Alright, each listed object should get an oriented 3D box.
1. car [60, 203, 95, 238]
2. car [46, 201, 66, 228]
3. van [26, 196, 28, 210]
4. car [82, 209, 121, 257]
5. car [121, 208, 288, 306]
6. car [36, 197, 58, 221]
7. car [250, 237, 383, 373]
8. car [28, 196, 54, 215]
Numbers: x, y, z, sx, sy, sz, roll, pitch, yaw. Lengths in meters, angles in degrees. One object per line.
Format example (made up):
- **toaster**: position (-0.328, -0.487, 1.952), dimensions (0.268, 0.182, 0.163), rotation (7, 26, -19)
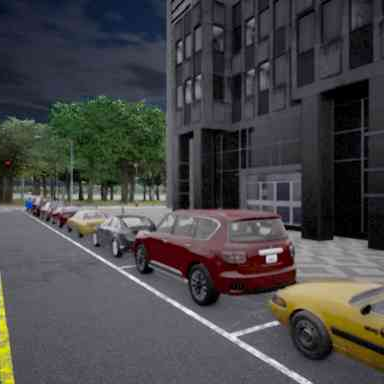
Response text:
- **car**: position (-5.476, 1.518, 17.634), dimensions (1.752, 1.417, 4.829), rotation (0, 0, -31)
- **car**: position (-8.200, 1.536, 22.144), dimensions (1.887, 1.381, 4.507), rotation (0, 0, -31)
- **van**: position (-16.634, 1.332, 36.107), dimensions (1.690, 1.788, 3.998), rotation (0, 0, -31)
- **car**: position (-2.577, 1.544, 12.834), dimensions (2.008, 1.369, 4.403), rotation (0, 0, -31)
- **car**: position (0.234, 1.310, 8.180), dimensions (2.192, 1.841, 5.009), rotation (0, 0, -31)
- **car**: position (-11.011, 1.431, 26.798), dimensions (1.967, 1.590, 4.097), rotation (0, 0, -31)
- **car**: position (2.958, 1.523, 3.671), dimensions (1.752, 1.417, 4.829), rotation (0, 0, -31)
- **car**: position (-13.822, 1.306, 31.452), dimensions (2.192, 1.841, 5.009), rotation (0, 0, -31)
